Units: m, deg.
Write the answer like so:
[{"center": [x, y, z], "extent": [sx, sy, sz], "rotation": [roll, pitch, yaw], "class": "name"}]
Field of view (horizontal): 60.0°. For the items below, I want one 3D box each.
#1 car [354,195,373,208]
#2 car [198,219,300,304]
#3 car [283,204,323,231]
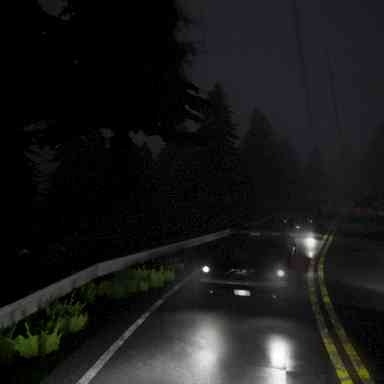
[{"center": [20.790, 1.056, 40.179], "extent": [2.128, 1.511, 4.902], "rotation": [-2, 0, 28], "class": "car"}, {"center": [1.634, 1.598, 8.432], "extent": [1.895, 1.301, 4.718], "rotation": [-1, 0, 18], "class": "car"}, {"center": [6.799, 1.458, 20.134], "extent": [2.033, 1.411, 5.357], "rotation": [-2, 0, 26], "class": "car"}]
